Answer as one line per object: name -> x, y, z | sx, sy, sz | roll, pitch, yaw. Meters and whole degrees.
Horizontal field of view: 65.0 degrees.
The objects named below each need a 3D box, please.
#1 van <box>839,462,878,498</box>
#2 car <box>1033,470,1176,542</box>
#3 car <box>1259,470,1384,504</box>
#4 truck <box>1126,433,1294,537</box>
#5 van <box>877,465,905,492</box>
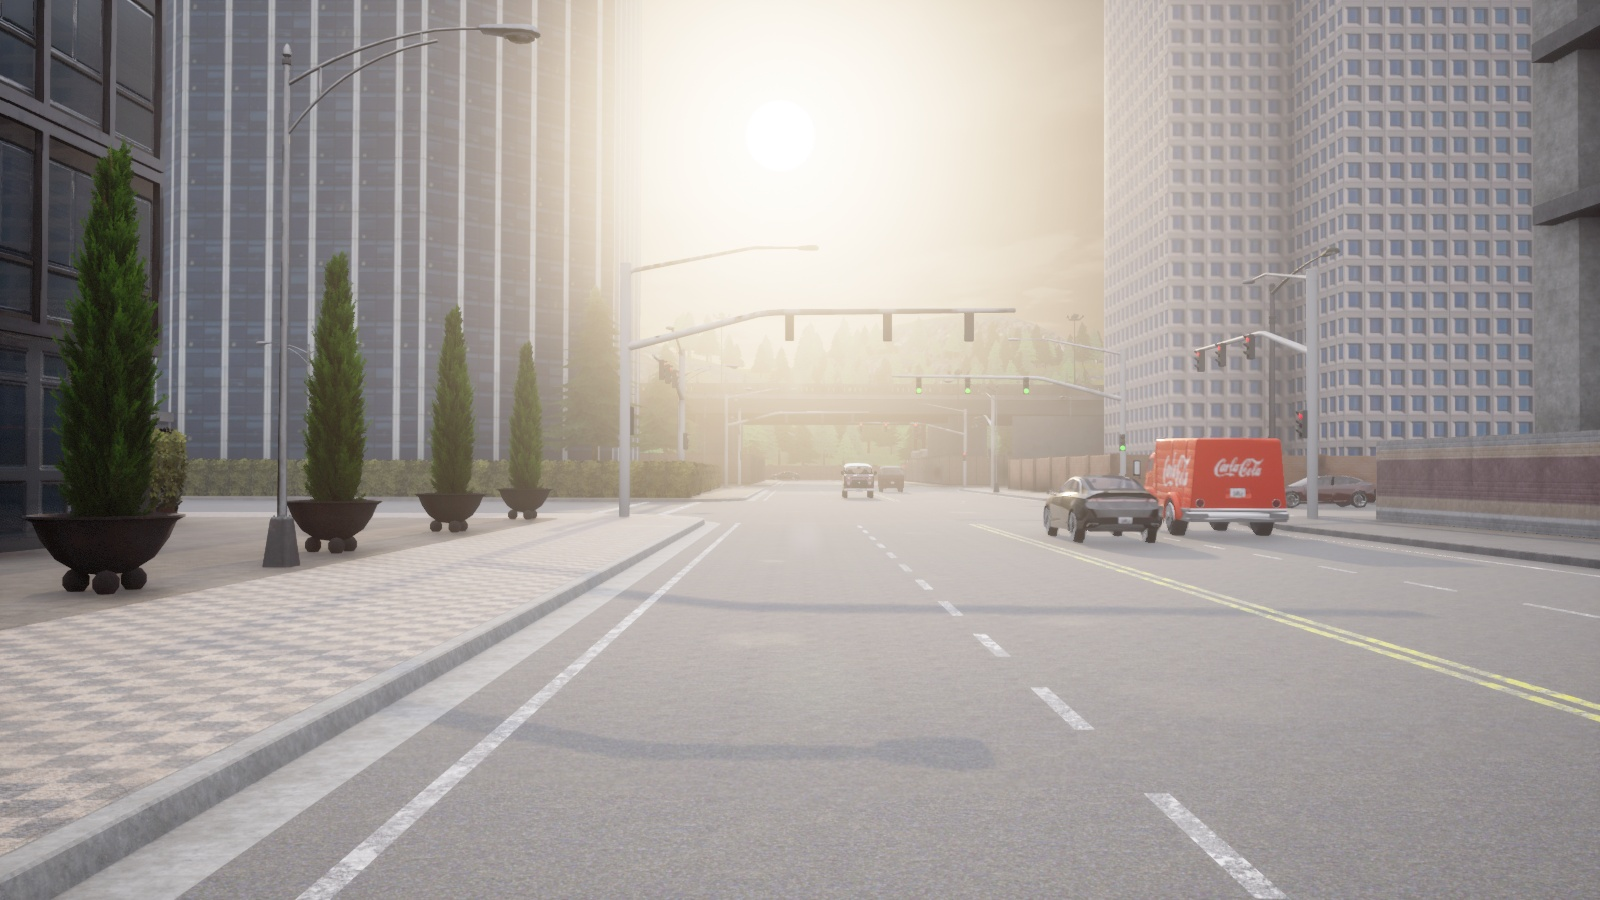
van -> 3.382, 1.758, 73.672 | 2.069, 2.038, 4.480 | 0, -1, 0
car -> 6.954, 1.234, 29.288 | 2.128, 1.511, 4.902 | 0, -1, 0
car -> 23.678, 1.676, 57.119 | 4.792, 1.488, 2.163 | 0, -1, 0
truck -> 10.449, 0.841, 32.527 | 2.627, 2.467, 5.204 | 0, 0, 0
van -> 6.849, 2.127, 94.728 | 1.775, 1.987, 4.442 | 0, -1, 0
